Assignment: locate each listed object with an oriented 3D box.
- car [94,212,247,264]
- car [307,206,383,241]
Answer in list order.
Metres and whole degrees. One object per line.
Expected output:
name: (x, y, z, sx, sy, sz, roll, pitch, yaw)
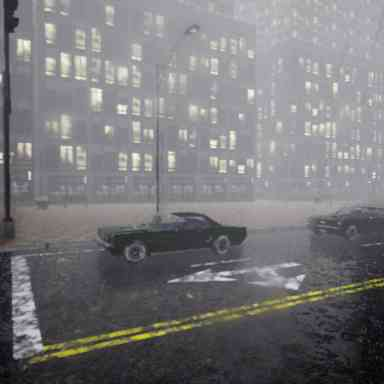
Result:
car: (-0.632, 1.330, 10.695, 4.718, 1.301, 1.895, 0, 2, -29)
car: (7.493, 1.342, 15.129, 4.718, 1.301, 1.895, 0, 2, -29)
